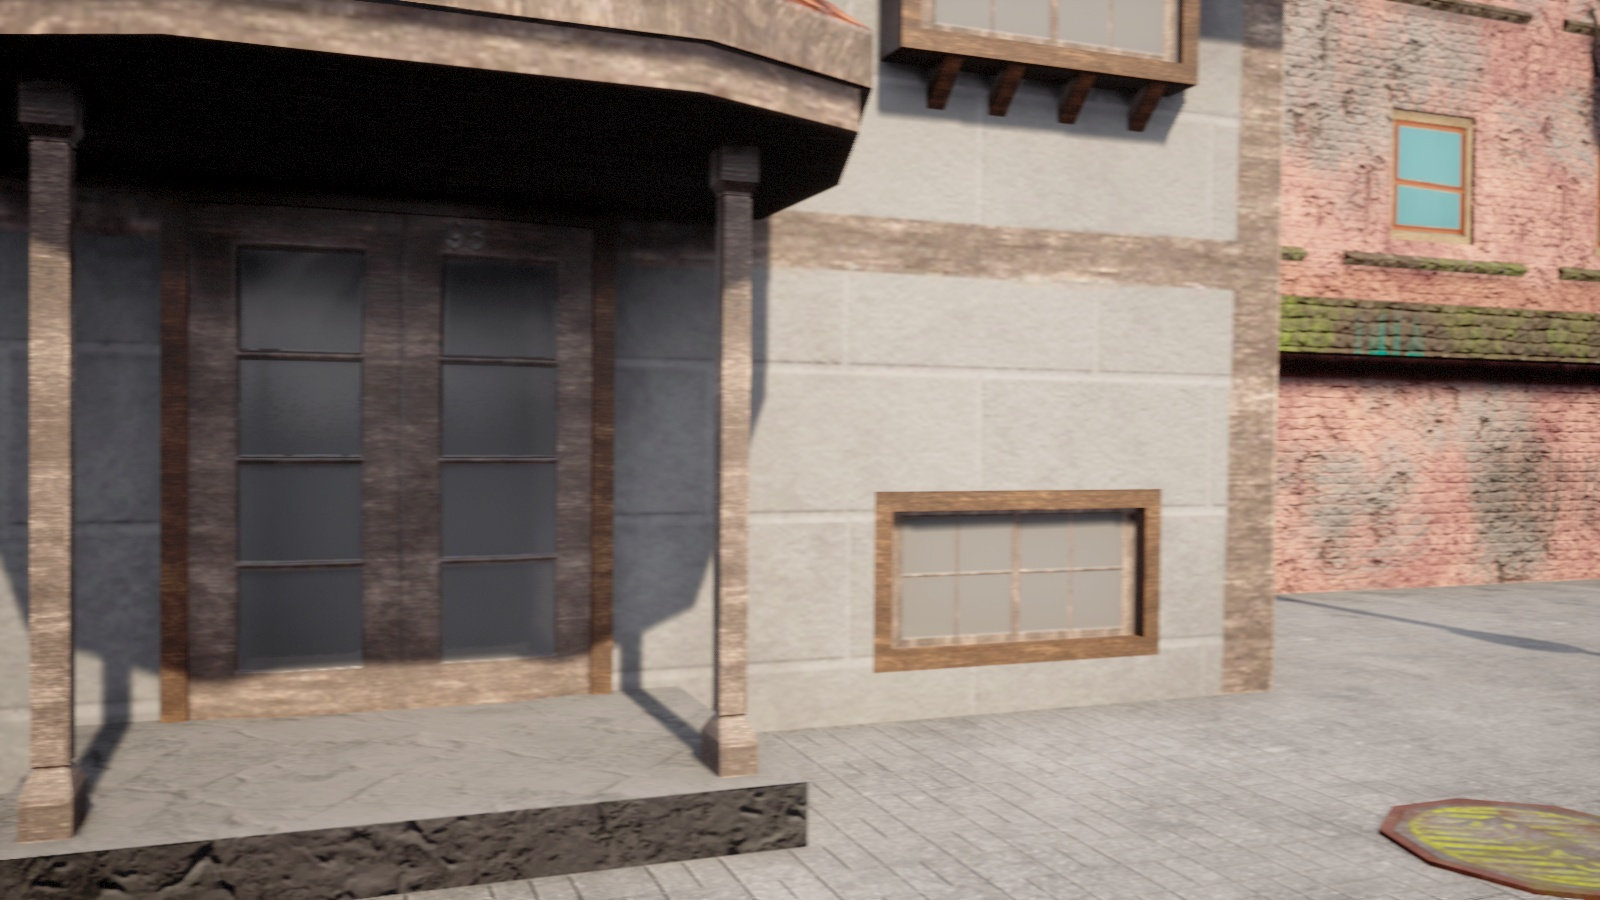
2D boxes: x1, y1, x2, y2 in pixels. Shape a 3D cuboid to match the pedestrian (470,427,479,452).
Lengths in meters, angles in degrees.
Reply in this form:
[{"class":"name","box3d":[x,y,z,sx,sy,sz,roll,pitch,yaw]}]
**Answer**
[{"class":"pedestrian","box3d":[-24.079,-0.760,92.824,0.594,1.836,0.345,-1,1,-22]}]
